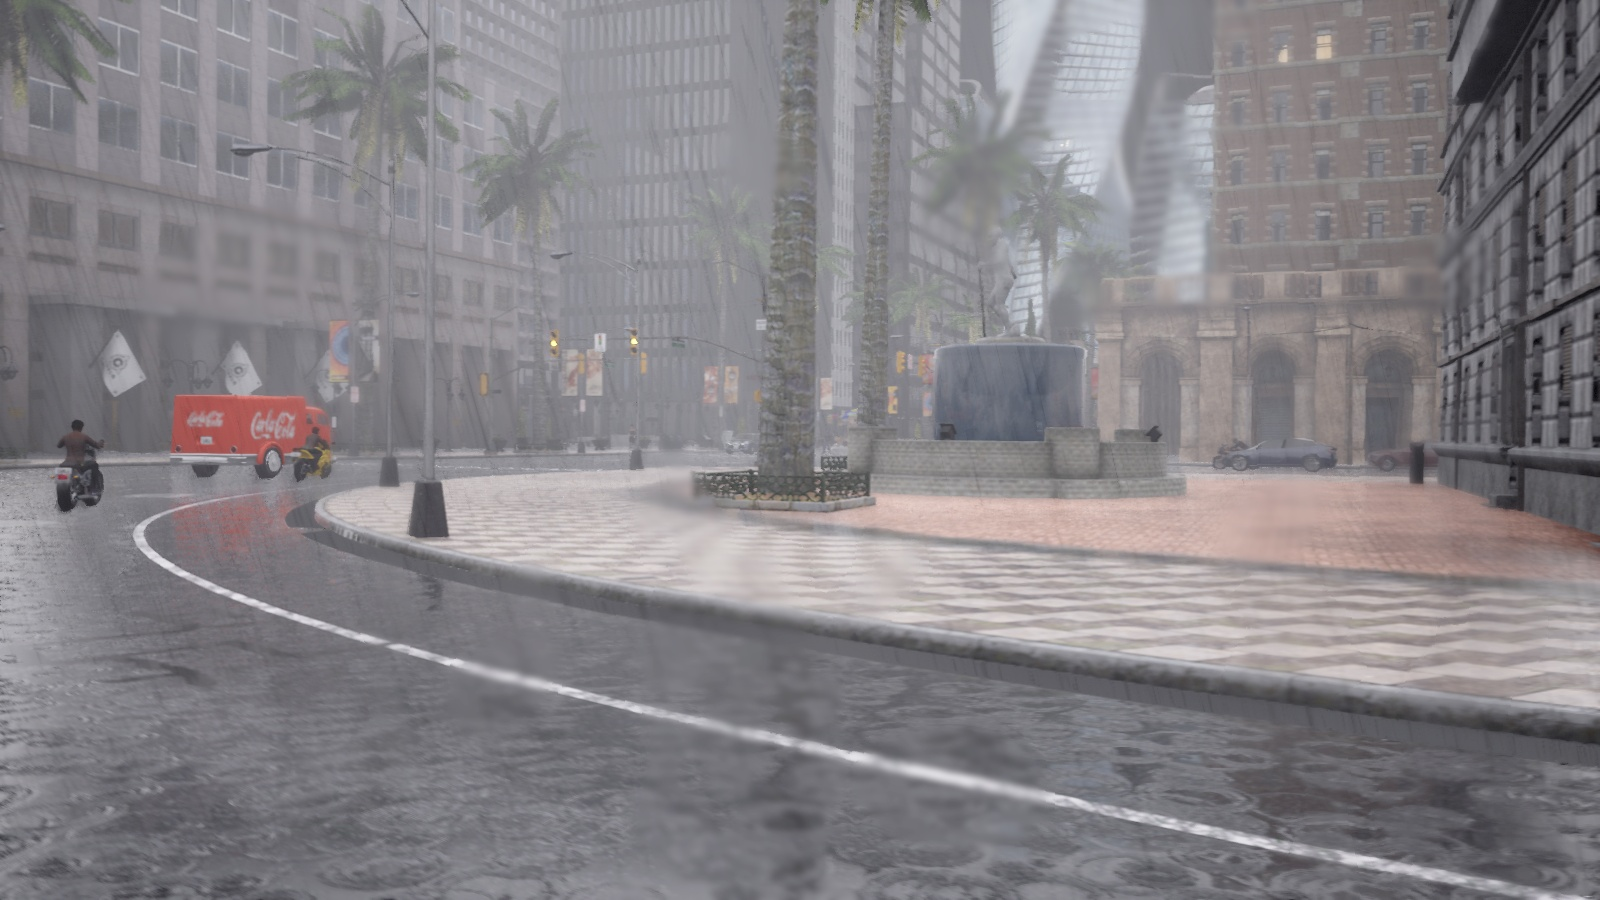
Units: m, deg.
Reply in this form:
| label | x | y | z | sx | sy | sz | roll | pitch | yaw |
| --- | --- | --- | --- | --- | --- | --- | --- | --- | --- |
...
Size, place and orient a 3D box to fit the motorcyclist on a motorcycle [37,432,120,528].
| label | x | y | z | sx | sy | sz | roll | pitch | yaw |
| --- | --- | --- | --- | --- | --- | --- | --- | --- | --- |
| motorcyclist on a motorcycle | -13.010 | 0.501 | 22.715 | 0.766 | 1.649 | 2.350 | 0 | 0 | -16 |

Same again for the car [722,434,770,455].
| label | x | y | z | sx | sy | sz | roll | pitch | yaw |
| --- | --- | --- | --- | --- | --- | --- | --- | --- | --- |
| car | -3.786 | -0.417 | 89.162 | 1.970 | 1.475 | 3.806 | 0 | 1 | 23 |

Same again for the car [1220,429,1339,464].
| label | x | y | z | sx | sy | sz | roll | pitch | yaw |
| --- | --- | --- | --- | --- | --- | --- | --- | --- | --- |
| car | 21.198 | -0.163 | 55.551 | 4.792 | 1.488 | 2.163 | 0 | 1 | 22 |

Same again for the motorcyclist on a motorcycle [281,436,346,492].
| label | x | y | z | sx | sy | sz | roll | pitch | yaw |
| --- | --- | --- | --- | --- | --- | --- | --- | --- | --- |
| motorcyclist on a motorcycle | -13.605 | 0.378 | 35.181 | 0.797 | 1.523 | 2.044 | 0 | 1 | 8 |

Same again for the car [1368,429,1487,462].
| label | x | y | z | sx | sy | sz | roll | pitch | yaw |
| --- | --- | --- | --- | --- | --- | --- | --- | --- | --- |
| car | 28.158 | -0.209 | 56.521 | 4.674 | 1.442 | 1.812 | 0 | 1 | 22 |

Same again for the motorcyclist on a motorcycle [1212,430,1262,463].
| label | x | y | z | sx | sy | sz | roll | pitch | yaw |
| --- | --- | --- | --- | --- | --- | --- | --- | --- | --- |
| motorcyclist on a motorcycle | 20.696 | -0.175 | 59.534 | 2.191 | 1.530 | 0.866 | 0 | 1 | 22 |

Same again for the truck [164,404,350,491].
| label | x | y | z | sx | sy | sz | roll | pitch | yaw |
| --- | --- | --- | --- | --- | --- | --- | --- | --- | --- |
| truck | -16.467 | -0.110 | 38.487 | 2.627 | 2.467 | 5.204 | 0 | 1 | 13 |
